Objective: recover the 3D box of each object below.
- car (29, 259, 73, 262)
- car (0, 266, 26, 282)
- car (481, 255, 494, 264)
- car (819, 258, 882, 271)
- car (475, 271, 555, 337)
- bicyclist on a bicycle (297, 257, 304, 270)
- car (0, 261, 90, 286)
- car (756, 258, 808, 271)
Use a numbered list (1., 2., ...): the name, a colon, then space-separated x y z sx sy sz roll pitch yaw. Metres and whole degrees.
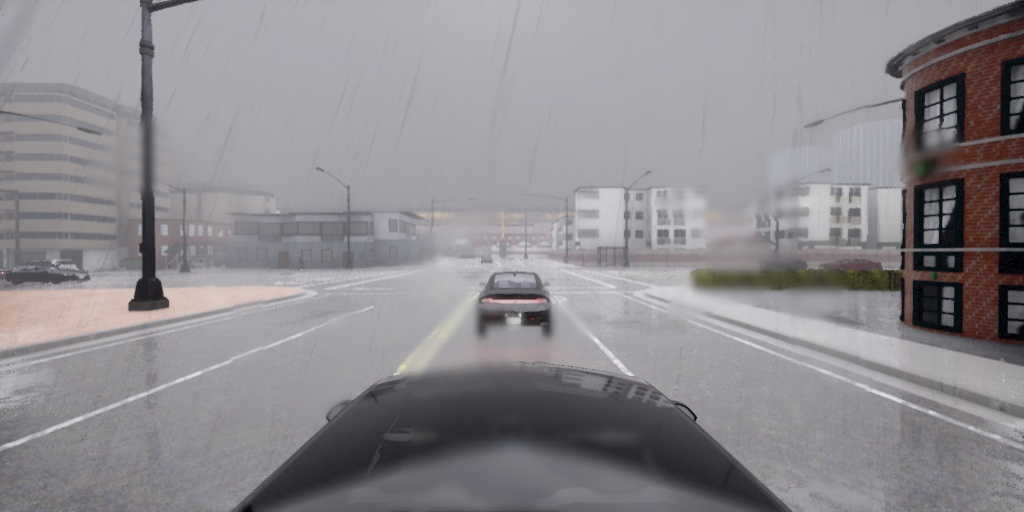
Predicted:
1. car: -50.143 1.420 38.370 5.566 2.045 2.150 -1 0 -1
2. car: -50.881 1.767 34.861 4.674 1.442 1.812 -1 0 -1
3. car: -3.904 0.552 56.547 2.033 1.411 5.357 0 2 -4
4. car: 33.268 0.966 35.332 5.008 1.535 1.882 0 0 4
5. car: 0.078 1.176 10.083 2.128 1.511 4.902 0 0 0
6. bicyclist on a bicycle: -26.390 0.933 44.764 0.582 1.620 1.656 -1 1 -1
7. car: -36.181 1.469 28.059 4.902 1.511 2.128 -1 0 -1
8. car: 29.307 0.952 39.000 4.902 1.511 2.128 0 0 3
